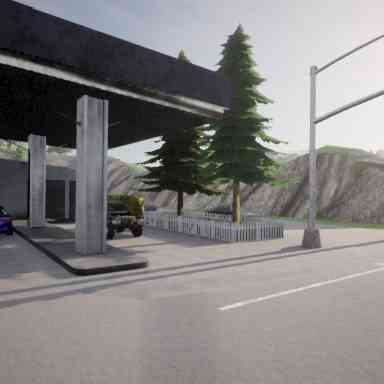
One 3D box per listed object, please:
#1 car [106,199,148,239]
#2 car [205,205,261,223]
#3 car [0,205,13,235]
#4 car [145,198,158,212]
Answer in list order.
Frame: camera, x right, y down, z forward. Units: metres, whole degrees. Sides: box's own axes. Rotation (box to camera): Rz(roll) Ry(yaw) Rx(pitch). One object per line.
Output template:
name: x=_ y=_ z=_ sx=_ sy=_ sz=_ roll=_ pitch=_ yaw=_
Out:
car: x=-4.313 y=1.448 z=18.354 sx=1.905 sy=1.878 sz=3.866 roll=1 pitch=0 yaw=-35
car: x=3.139 y=1.786 z=26.787 sx=2.033 sy=1.411 sz=5.357 roll=1 pitch=0 yaw=-35
car: x=-11.442 y=1.524 z=18.627 sx=2.242 sy=1.667 sz=4.611 roll=1 pitch=0 yaw=-35
car: x=-5.832 y=1.486 z=39.781 sx=2.097 sy=1.767 sz=4.553 roll=1 pitch=0 yaw=-34
